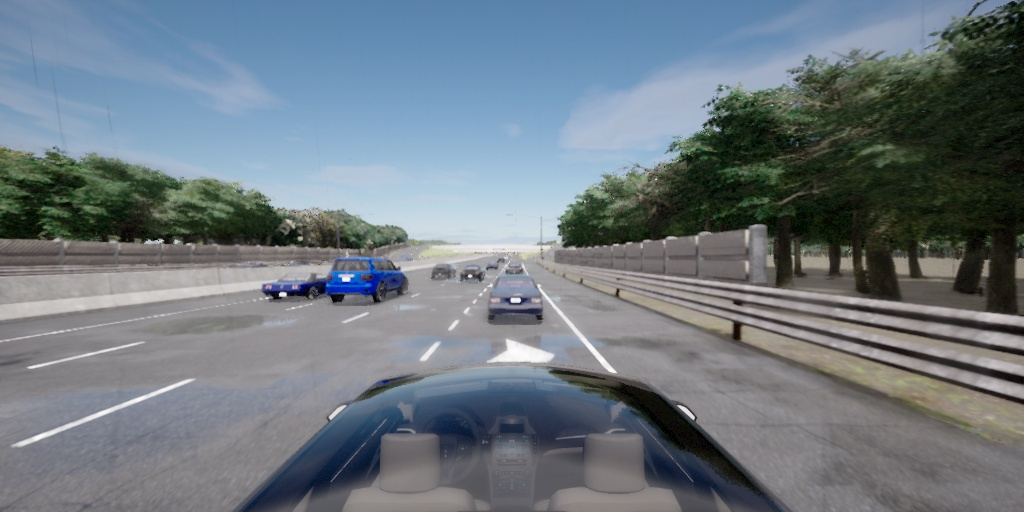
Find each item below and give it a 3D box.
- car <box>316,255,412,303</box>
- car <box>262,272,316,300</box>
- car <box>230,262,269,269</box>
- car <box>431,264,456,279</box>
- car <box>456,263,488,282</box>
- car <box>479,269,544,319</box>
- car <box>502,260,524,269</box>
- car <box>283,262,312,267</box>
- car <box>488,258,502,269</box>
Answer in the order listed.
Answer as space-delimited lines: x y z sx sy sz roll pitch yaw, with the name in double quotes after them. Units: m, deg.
-6.868 1.086 17.548 2.150 2.045 5.566 0 0 0 "car"
-10.364 1.471 18.456 1.895 1.301 4.718 0 0 0 "car"
-31.381 1.508 42.928 2.128 1.511 4.902 0 0 1 "car"
-6.766 1.503 36.022 1.837 1.490 4.892 0 0 0 "car"
-3.398 1.494 31.509 1.812 1.442 4.674 0 0 0 "car"
0.118 1.382 13.159 2.033 1.411 5.357 0 0 0 "car"
0.264 1.507 39.838 2.128 1.511 4.902 0 0 0 "car"
-24.414 1.613 40.600 1.895 1.301 4.718 0 0 1 "car"
-3.149 1.499 58.793 2.033 1.411 5.357 0 1 1 "car"
